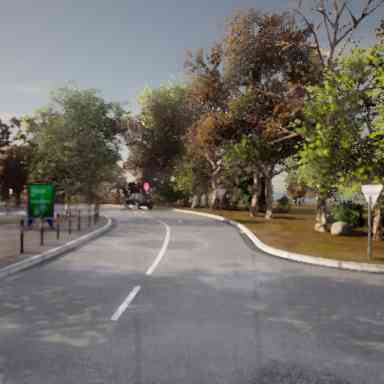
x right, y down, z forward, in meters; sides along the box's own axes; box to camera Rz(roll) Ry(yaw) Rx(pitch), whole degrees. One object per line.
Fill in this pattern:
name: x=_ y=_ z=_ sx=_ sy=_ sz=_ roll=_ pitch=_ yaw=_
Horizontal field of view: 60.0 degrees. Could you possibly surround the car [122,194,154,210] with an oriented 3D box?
car: x=-7.277 y=1.236 z=44.384 sx=2.150 sy=2.045 sz=5.566 roll=1 pitch=0 yaw=-40
